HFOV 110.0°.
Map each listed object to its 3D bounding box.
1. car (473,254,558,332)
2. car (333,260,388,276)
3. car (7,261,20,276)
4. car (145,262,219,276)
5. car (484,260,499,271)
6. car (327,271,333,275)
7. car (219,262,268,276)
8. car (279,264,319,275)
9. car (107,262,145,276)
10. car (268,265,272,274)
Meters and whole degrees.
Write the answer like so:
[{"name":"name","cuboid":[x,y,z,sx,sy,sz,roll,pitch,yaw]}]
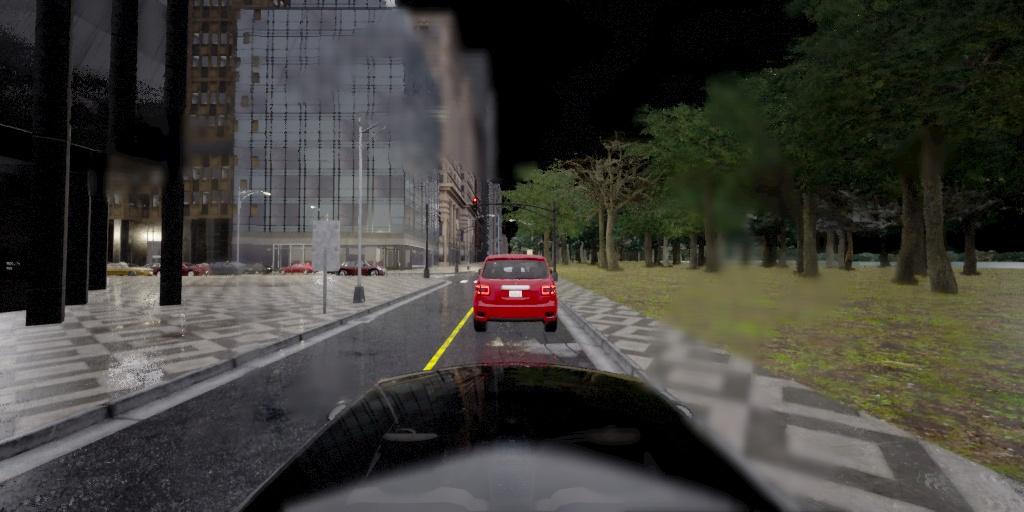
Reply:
[{"name":"car","cuboid":[0.102,0.976,11.041,2.150,2.045,5.566,0,0,0]},{"name":"car","cuboid":[-13.502,1.129,32.639,4.097,1.591,1.967,0,0,-1]},{"name":"car","cuboid":[-46.396,1.147,32.635,4.097,1.591,1.967,0,0,0]},{"name":"car","cuboid":[-29.933,1.243,32.637,4.507,1.381,1.888,0,0,0]},{"name":"car","cuboid":[-3.046,1.395,53.077,2.033,1.411,5.357,0,0,-3]},{"name":"car","cuboid":[-15.378,1.310,35.376,5.357,1.411,2.033,0,-2,5]},{"name":"car","cuboid":[-27.701,1.315,35.310,5.357,1.411,2.033,0,-2,-1]},{"name":"car","cuboid":[-24.442,1.504,41.160,4.207,1.307,1.802,0,0,0]},{"name":"car","cuboid":[-35.250,1.227,32.636,4.829,1.417,1.751,0,0,0]},{"name":"car","cuboid":[-29.929,1.491,41.159,4.313,1.339,1.948,0,0,0]}]
